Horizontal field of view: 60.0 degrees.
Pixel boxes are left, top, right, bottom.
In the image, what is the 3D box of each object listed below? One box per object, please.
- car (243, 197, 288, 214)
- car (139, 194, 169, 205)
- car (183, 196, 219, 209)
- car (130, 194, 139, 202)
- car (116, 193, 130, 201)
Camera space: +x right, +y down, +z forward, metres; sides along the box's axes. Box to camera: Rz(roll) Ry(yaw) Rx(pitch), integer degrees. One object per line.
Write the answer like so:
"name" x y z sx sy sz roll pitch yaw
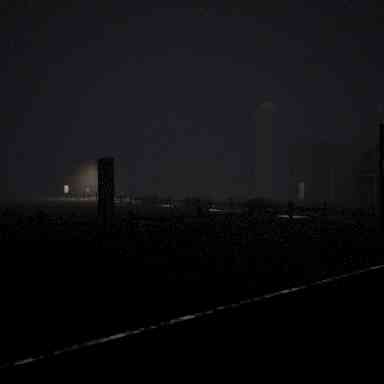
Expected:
"car" 7.074 1.313 32.503 1.837 1.490 4.892 -1 1 -36
"car" -5.351 1.154 49.806 2.033 1.411 5.357 -1 1 -36
"car" 0.998 1.257 40.959 2.033 1.411 5.357 -1 1 -36
"car" -8.669 1.091 59.317 1.895 1.301 4.718 -1 1 -36
"car" -13.526 0.913 66.048 1.837 1.490 4.892 -1 1 -36
